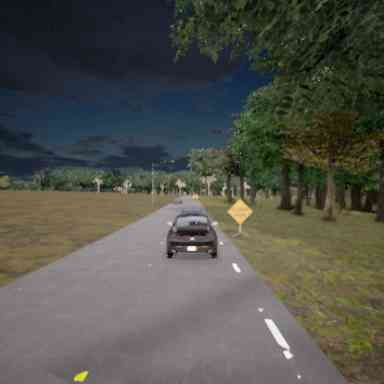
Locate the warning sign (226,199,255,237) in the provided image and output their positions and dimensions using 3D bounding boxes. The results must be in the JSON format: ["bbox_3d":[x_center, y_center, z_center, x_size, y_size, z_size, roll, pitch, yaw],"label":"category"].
[{"bbox_3d":[2.437,1.270,16.809,1.300,1.860,1.060,0,-1,0],"label":"warning sign"}]

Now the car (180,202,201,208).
[{"bbox_3d":[0.004,1.828,28.235,1.895,1.301,4.718,0,0,0],"label":"car"}]

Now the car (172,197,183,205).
[{"bbox_3d":[-2.801,1.736,64.593,1.994,1.385,4.181,0,0,1],"label":"car"}]

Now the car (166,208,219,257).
[{"bbox_3d":[0.014,1.633,13.489,1.837,1.490,4.892,0,0,0],"label":"car"}]
